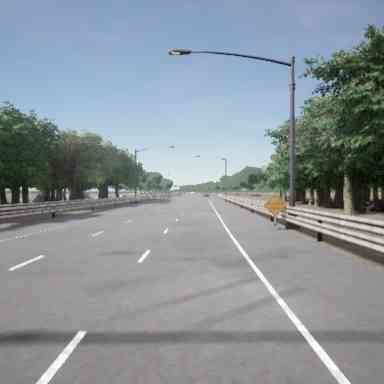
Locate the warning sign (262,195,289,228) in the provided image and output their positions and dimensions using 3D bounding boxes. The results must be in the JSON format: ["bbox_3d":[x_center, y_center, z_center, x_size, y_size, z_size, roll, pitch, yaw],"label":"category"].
[{"bbox_3d":[4.868,1.088,19.473,1.300,1.860,1.060,0,0,2],"label":"warning sign"}]
